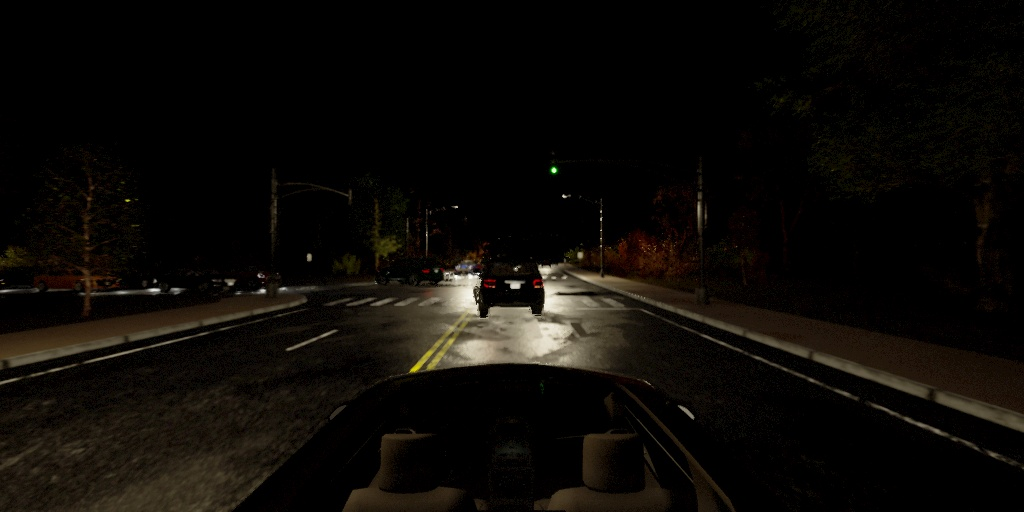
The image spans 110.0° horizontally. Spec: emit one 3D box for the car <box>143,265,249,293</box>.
[{"bbox_3d":[-19.886,1.492,22.679,4.902,1.511,2.128,-1,-1,9],"label":"car"}]

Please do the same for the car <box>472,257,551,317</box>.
[{"bbox_3d":[-0.255,1.044,13.847,2.150,2.045,5.566,1,0,-8],"label":"car"}]

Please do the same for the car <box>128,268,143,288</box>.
[{"bbox_3d":[-28.120,1.649,27.279,4.892,1.490,1.837,-1,-1,9],"label":"car"}]

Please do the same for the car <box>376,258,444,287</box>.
[{"bbox_3d":[-7.533,1.177,26.350,5.566,2.045,2.150,-1,-2,32],"label":"car"}]

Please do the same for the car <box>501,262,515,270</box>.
[{"bbox_3d":[-0.647,1.634,61.771,1.895,1.301,4.718,0,0,5],"label":"car"}]

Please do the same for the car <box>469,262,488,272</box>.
[{"bbox_3d":[-4.749,1.598,51.703,1.895,1.301,4.718,0,0,4],"label":"car"}]

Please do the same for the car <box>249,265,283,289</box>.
[{"bbox_3d":[-19.099,1.398,25.872,4.553,1.767,2.097,-1,-1,8],"label":"car"}]

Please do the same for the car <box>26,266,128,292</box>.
[{"bbox_3d":[-29.267,1.581,24.169,5.008,1.535,1.882,-1,-1,9],"label":"car"}]

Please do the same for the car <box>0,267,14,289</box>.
[{"bbox_3d":[-39.291,1.713,25.771,4.892,1.490,1.837,-1,-1,9],"label":"car"}]

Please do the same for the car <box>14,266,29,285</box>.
[{"bbox_3d":[-38.144,1.602,28.881,4.553,1.767,2.097,-1,-1,9],"label":"car"}]

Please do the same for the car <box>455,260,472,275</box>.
[{"bbox_3d":[-5.340,1.311,42.741,2.097,1.767,4.553,0,0,3],"label":"car"}]
